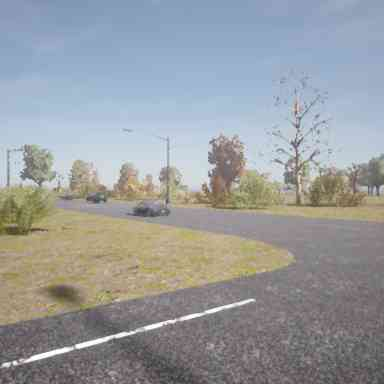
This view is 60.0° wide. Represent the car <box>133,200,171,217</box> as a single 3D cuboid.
[{"bbox_3d":[-3.656,1.462,29.876,1.994,1.385,4.181,0,0,-37],"label":"car"}]

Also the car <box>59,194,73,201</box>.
[{"bbox_3d":[-27.895,1.118,73.548,1.837,1.490,4.892,0,0,-37],"label":"car"}]

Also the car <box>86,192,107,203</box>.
[{"bbox_3d":[-16.967,0.952,59.089,2.150,2.045,5.566,0,0,-37],"label":"car"}]
